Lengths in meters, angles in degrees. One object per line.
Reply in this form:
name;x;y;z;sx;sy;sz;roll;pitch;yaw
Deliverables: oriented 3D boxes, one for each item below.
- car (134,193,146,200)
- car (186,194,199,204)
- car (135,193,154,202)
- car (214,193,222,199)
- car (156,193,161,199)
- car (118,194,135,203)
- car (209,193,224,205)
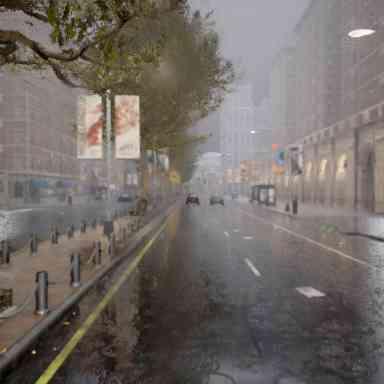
car;-11.521;1.048;73.737;1.994;1.385;4.181;0;0;0
car;0.085;1.117;52.527;1.882;1.535;5.008;0;0;0
car;-8.066;0.954;58.024;2.097;1.767;4.553;0;0;1
car;6.725;1.001;86.681;1.895;1.301;4.718;0;0;0
car;-8.021;0.995;73.813;1.837;1.490;4.892;0;0;0
car;-11.566;1.081;57.910;1.882;1.535;5.008;0;0;1
car;3.586;1.154;49.141;2.128;1.511;4.902;0;0;0
